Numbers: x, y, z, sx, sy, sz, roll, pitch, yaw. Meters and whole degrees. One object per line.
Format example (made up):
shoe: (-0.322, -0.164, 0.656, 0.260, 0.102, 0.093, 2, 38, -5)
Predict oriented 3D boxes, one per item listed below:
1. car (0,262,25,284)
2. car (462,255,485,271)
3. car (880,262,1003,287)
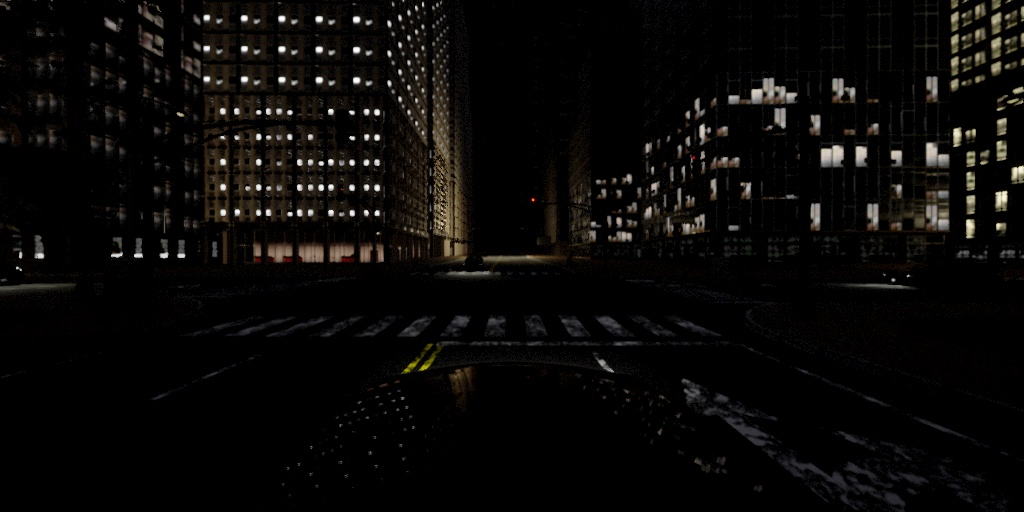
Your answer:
car: (-30.070, 0.742, 19.746, 4.553, 1.767, 2.097, 0, 0, 2)
car: (-3.748, 0.667, 35.434, 1.882, 1.535, 5.008, 0, 1, -1)
car: (25.164, 1.034, 21.087, 5.357, 1.411, 2.033, 0, 0, 2)
